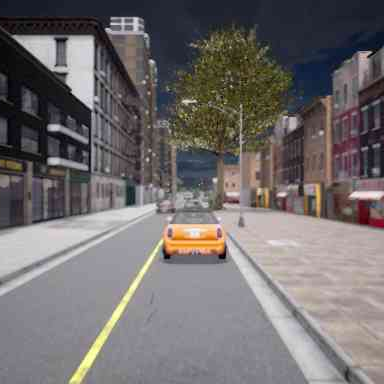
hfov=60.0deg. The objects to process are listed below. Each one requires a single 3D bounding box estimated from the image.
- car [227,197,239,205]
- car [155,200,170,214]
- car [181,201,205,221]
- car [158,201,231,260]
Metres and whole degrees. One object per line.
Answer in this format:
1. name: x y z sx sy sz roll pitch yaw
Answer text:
1. car: 10.783 2.166 78.237 5.009 1.841 2.192 1 -1 0
2. car: -2.851 1.629 36.419 1.812 1.442 4.674 0 0 0
3. car: 0.083 1.572 28.622 1.837 1.490 4.892 0 0 0
4. car: 0.087 1.354 12.584 2.097 1.767 4.553 0 0 0
